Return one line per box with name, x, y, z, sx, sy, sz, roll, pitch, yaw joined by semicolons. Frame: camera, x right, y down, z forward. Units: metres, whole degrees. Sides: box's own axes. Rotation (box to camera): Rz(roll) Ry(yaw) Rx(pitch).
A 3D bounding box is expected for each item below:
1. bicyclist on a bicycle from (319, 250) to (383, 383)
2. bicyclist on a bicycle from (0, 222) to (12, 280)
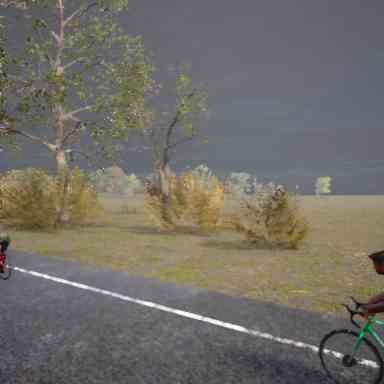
bicyclist on a bicycle;2.183;1.453;3.499;1.656;1.620;0.582;0;0;35
bicyclist on a bicycle;-5.143;1.429;8.730;1.656;1.620;0.582;0;0;35
